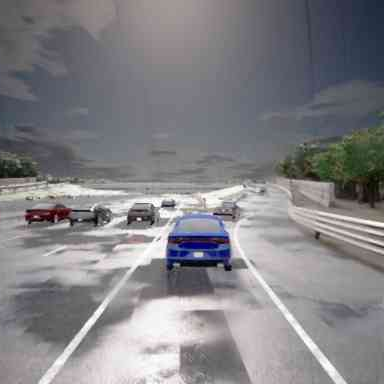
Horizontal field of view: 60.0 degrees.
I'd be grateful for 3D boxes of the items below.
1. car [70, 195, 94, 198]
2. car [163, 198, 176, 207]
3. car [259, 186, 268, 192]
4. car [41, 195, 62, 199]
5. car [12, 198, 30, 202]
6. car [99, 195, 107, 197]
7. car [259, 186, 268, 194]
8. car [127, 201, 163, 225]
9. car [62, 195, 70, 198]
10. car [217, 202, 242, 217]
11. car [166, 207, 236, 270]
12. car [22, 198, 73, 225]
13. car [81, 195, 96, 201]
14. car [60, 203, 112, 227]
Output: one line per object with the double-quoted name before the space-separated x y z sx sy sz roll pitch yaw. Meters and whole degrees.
"car" -21.156 1.469 64.280 2.128 1.511 4.902 0 1 0
"car" -3.560 1.595 50.767 1.994 1.385 4.181 0 0 0
"car" 19.704 -0.902 92.022 2.128 1.511 4.902 0 3 10
"car" -21.120 1.537 48.291 1.837 1.490 4.892 0 0 0
"car" -24.616 1.557 48.247 1.812 1.442 4.674 0 0 0
"car" -21.309 1.402 79.980 2.033 1.411 5.357 0 0 -1
"car" 17.729 -0.252 82.136 1.837 1.490 4.892 0 3 11
"car" -3.479 1.524 24.259 1.837 1.490 4.892 0 0 0
"car" -24.654 1.310 64.119 2.097 1.767 4.553 0 0 0
"car" 3.302 1.611 29.988 2.033 1.411 5.357 1 0 16
"car" 0.272 1.486 11.153 1.882 1.535 5.008 0 0 2
"car" -10.381 1.495 24.593 1.882 1.535 5.008 0 0 0
"car" -24.809 1.387 79.910 2.128 1.511 4.902 0 0 -1
"car" -6.881 1.508 22.909 2.128 1.511 4.902 0 0 0
